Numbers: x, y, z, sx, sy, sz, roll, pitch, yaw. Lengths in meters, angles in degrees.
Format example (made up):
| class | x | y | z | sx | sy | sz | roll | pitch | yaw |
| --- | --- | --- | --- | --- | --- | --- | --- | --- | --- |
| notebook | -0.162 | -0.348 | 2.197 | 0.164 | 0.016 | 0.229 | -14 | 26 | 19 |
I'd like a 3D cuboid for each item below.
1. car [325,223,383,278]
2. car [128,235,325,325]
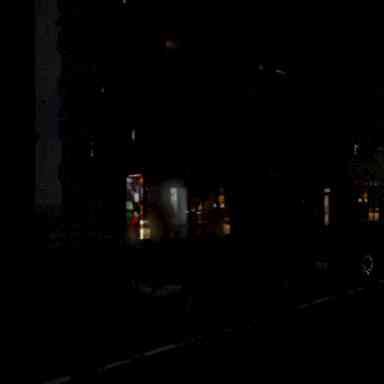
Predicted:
| class | x | y | z | sx | sy | sz | roll | pitch | yaw |
| --- | --- | --- | --- | --- | --- | --- | --- | --- | --- |
| car | 5.346 | 1.656 | 10.384 | 4.313 | 1.339 | 1.947 | 1 | -1 | -35 |
| car | 0.723 | 1.622 | 7.087 | 4.206 | 1.307 | 1.802 | 1 | -1 | -35 |
